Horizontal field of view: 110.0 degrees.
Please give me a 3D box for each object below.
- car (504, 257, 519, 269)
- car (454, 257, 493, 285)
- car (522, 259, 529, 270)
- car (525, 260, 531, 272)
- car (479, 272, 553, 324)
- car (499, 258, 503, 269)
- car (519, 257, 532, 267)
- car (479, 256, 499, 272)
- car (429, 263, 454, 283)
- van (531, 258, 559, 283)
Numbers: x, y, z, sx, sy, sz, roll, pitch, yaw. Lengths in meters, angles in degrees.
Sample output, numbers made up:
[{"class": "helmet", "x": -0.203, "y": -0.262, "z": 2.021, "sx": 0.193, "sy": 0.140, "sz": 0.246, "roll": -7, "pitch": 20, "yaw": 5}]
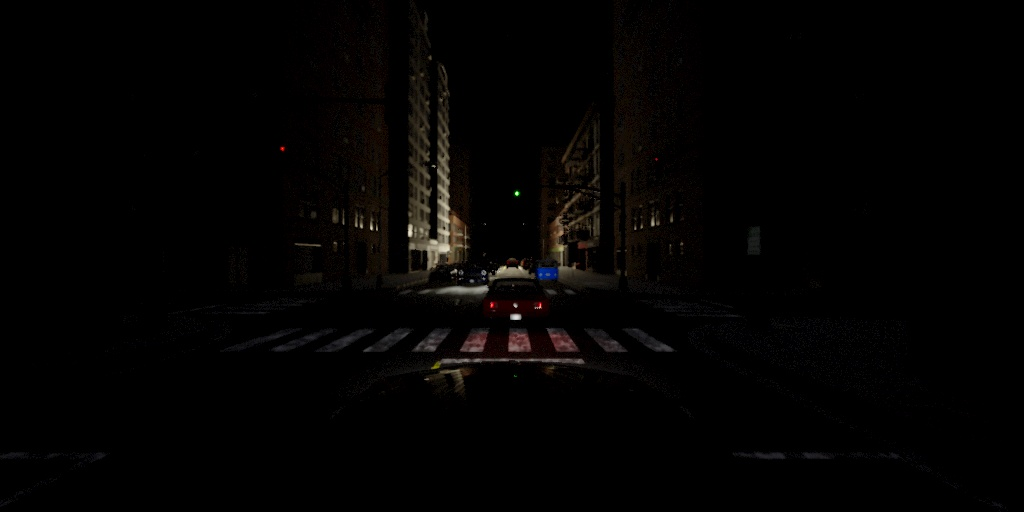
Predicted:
[{"class": "car", "x": 0.055, "y": 1.330, "z": 57.541, "sx": 1.882, "sy": 1.535, "sz": 5.008, "roll": 0, "pitch": 0, "yaw": 0}, {"class": "car", "x": -2.774, "y": 1.151, "z": 26.683, "sx": 2.097, "sy": 1.767, "sz": 4.553, "roll": 0, "pitch": 0, "yaw": -1}, {"class": "car", "x": 2.686, "y": 1.425, "z": 50.966, "sx": 1.802, "sy": 1.307, "sz": 4.207, "roll": 0, "pitch": 0, "yaw": 0}, {"class": "car", "x": 2.675, "y": 1.406, "z": 39.603, "sx": 1.802, "sy": 1.307, "sz": 4.207, "roll": 0, "pitch": 0, "yaw": 0}, {"class": "car", "x": 0.114, "y": 1.376, "z": 11.938, "sx": 1.895, "sy": 1.301, "sz": 4.718, "roll": 0, "pitch": 0, "yaw": 0}, {"class": "car", "x": -2.778, "y": 1.407, "z": 50.852, "sx": 1.994, "sy": 1.385, "sz": 4.181, "roll": 0, "pitch": 0, "yaw": 0}, {"class": "car", "x": 2.691, "y": 1.165, "z": 56.648, "sx": 2.192, "sy": 1.841, "sz": 5.009, "roll": 0, "pitch": 0, "yaw": 0}, {"class": "car", "x": -2.803, "y": 1.046, "z": 38.014, "sx": 2.150, "sy": 2.045, "sz": 5.566, "roll": 0, "pitch": 0, "yaw": 0}, {"class": "car", "x": -5.362, "y": 1.353, "z": 28.240, "sx": 2.007, "sy": 1.370, "sz": 4.403, "roll": 0, "pitch": 0, "yaw": 0}, {"class": "van", "x": 2.663, "y": 1.143, "z": 28.240, "sx": 1.690, "sy": 1.789, "sz": 3.998, "roll": 0, "pitch": 0, "yaw": 0}]
